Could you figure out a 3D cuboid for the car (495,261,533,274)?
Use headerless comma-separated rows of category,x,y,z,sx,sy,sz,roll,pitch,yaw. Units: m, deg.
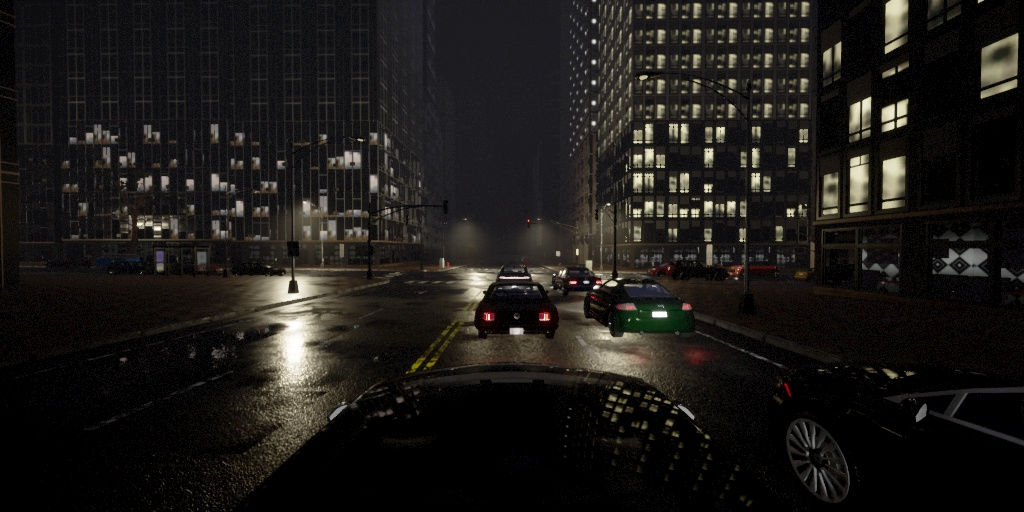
car,0.114,1.232,19.279,2.128,1.511,4.902,0,0,0

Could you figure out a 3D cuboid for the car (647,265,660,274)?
car,16.308,1.425,37.397,4.181,1.385,1.994,1,1,1

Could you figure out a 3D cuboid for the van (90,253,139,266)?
van,-45.254,0.605,41.172,3.998,1.789,1.690,0,0,1

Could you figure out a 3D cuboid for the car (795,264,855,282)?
car,27.666,1.578,31.414,4.829,1.417,1.751,0,0,1

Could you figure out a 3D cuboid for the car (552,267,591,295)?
car,3.399,1.288,19.481,2.033,1.411,5.357,0,0,-3

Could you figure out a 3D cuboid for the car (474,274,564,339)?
car,0.106,1.347,10.023,1.895,1.301,4.718,0,0,0

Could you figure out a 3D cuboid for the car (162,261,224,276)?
car,-28.390,1.138,32.323,4.207,1.307,1.802,0,0,1

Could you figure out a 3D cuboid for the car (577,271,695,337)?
car,3.365,1.310,10.251,1.994,1.385,4.181,0,0,-1

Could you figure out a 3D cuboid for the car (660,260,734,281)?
car,16.218,1.268,31.621,5.009,1.841,2.192,0,0,1

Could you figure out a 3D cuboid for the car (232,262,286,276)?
car,-22.707,1.173,32.185,4.313,1.339,1.948,0,0,1

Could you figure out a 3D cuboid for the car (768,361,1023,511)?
car,3.340,1.242,1.421,2.128,1.511,4.902,0,0,0

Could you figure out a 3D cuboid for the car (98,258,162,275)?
car,-34.071,1.069,32.502,4.313,1.339,1.948,0,0,1

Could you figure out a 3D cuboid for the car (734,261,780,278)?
car,25.019,1.289,37.236,4.553,1.767,2.097,1,1,1
